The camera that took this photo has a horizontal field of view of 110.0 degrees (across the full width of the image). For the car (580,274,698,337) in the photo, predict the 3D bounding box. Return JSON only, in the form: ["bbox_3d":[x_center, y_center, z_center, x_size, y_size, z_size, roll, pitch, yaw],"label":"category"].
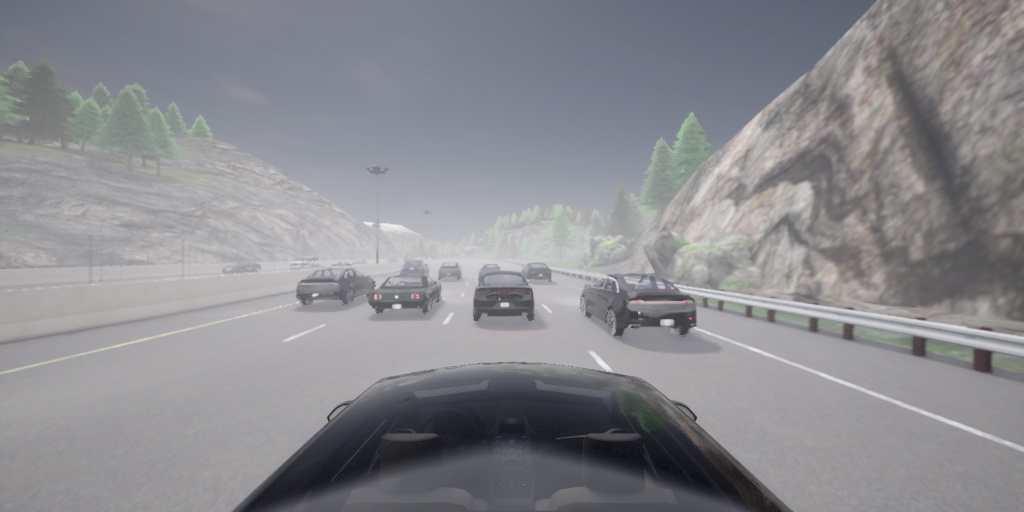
[{"bbox_3d":[3.287,1.243,10.235,2.128,1.511,4.902,0,0,-2],"label":"car"}]

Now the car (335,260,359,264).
[{"bbox_3d":[-20.677,1.406,43.505,1.994,1.385,4.181,0,0,-5],"label":"car"}]

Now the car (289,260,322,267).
[{"bbox_3d":[-24.091,1.449,42.350,1.895,1.301,4.718,0,0,-5],"label":"car"}]

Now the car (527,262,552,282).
[{"bbox_3d":[1.901,1.252,28.674,1.882,1.535,5.008,0,0,-5],"label":"car"}]

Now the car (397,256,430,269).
[{"bbox_3d":[-9.118,1.157,34.098,2.097,1.767,4.553,0,0,-5],"label":"car"}]

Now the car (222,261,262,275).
[{"bbox_3d":[-31.024,1.353,41.347,2.128,1.511,4.902,0,0,-5],"label":"car"}]

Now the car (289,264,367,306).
[{"bbox_3d":[-7.583,1.274,15.923,2.128,1.511,4.902,0,0,-4],"label":"car"}]

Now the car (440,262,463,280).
[{"bbox_3d":[-5.404,1.286,31.843,2.128,1.511,4.902,0,0,-5],"label":"car"}]

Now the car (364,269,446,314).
[{"bbox_3d":[-3.915,1.373,13.993,1.895,1.301,4.718,0,0,-4],"label":"car"}]

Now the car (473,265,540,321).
[{"bbox_3d":[-0.350,1.240,12.665,1.882,1.535,5.008,0,0,-3],"label":"car"}]

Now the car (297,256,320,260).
[{"bbox_3d":[-28.189,1.087,49.158,2.150,2.045,5.566,0,0,-5],"label":"car"}]
